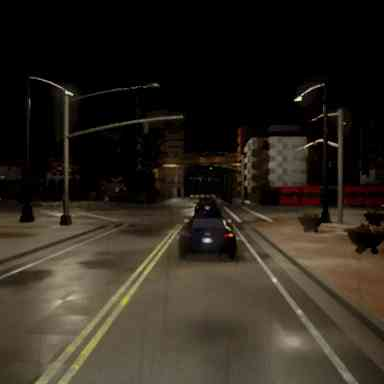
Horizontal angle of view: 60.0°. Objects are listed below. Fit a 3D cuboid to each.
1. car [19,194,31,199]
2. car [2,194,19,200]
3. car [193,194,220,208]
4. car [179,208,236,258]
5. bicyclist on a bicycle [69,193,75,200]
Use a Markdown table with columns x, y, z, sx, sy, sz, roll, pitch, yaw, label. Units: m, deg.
| x | y | z | sx | sy | sz | roll | pitch | yaw | label |
| --- | --- | --- | --- | --- | --- | --- | --- | --- | --- |
| -41.992 | 1.138 | 83.167 | 2.033 | 1.411 | 5.357 | 0 | 0 | -43 | car |
| -44.551 | 1.122 | 80.780 | 2.128 | 1.511 | 4.902 | 0 | 0 | -43 | car |
| 1.304 | 1.308 | 28.116 | 2.097 | 1.767 | 4.553 | 0 | 0 | 3 | car |
| 0.600 | 1.532 | 12.744 | 1.994 | 1.385 | 4.181 | 0 | 0 | 3 | car |
| -26.137 | 1.049 | 71.862 | 1.656 | 1.620 | 0.582 | 0 | 0 | -43 | bicyclist on a bicycle |
